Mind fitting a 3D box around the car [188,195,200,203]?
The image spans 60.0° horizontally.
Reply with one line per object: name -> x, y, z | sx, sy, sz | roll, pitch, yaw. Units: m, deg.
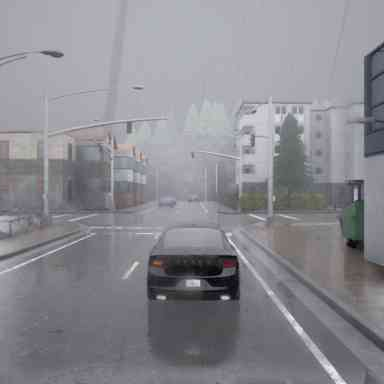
car -> 0.466, 1.353, 69.686 | 2.097, 1.767, 4.553 | 0, 0, 7

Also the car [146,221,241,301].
car -> 0.047, 1.478, 8.413 | 1.882, 1.535, 5.008 | 0, 0, 1

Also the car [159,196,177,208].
car -> -3.612, 1.477, 47.380 | 1.882, 1.535, 5.008 | 0, 0, 0

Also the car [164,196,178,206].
car -> -3.595, 1.491, 57.731 | 2.128, 1.511, 4.902 | 0, 0, 0
